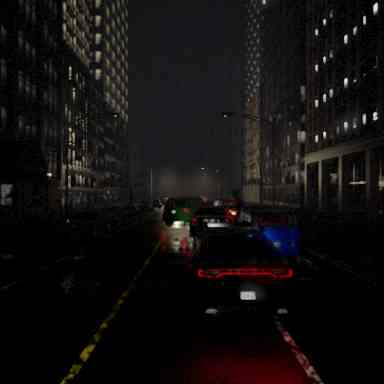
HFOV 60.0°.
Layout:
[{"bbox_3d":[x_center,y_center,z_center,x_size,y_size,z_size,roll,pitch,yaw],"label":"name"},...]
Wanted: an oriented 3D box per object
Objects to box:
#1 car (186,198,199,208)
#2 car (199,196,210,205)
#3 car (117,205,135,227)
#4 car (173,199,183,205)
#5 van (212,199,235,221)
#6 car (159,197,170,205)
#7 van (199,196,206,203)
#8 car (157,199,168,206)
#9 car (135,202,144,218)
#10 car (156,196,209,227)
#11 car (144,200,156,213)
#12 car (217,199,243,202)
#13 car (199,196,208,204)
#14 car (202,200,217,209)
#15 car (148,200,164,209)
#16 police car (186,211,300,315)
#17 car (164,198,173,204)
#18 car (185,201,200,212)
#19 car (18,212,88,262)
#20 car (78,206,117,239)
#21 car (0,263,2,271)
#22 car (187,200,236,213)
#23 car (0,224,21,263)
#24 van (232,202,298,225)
[{"bbox_3d":[0.047,1.901,58.832,2.128,1.511,4.902,0,0,0],"label":"car"},{"bbox_3d":[2.741,1.836,74.994,2.192,1.841,5.009,-1,0,0],"label":"car"},{"bbox_3d":[-5.679,1.718,23.848,2.008,1.369,4.403,-1,0,0],"label":"car"},{"bbox_3d":[-2.941,2.094,70.884,1.895,1.301,4.718,0,0,0],"label":"car"},{"bbox_3d":[2.704,1.548,29.526,1.690,1.788,3.998,-1,0,0],"label":"van"},{"bbox_3d":[-5.643,1.923,69.316,1.967,1.590,4.097,-1,0,0],"label":"car"},{"bbox_3d":[2.751,1.940,86.361,1.690,1.788,3.998,-1,0,0],"label":"van"},{"bbox_3d":[-5.646,2.025,63.632,1.802,1.307,4.206,-1,0,0],"label":"car"},{"bbox_3d":[-5.674,1.789,29.531,1.802,1.307,4.206,-1,0,0],"label":"car"},{"bbox_3d":[-0.123,1.390,24.209,2.150,2.045,5.566,-1,0,24],"label":"car"},{"bbox_3d":[-5.665,1.837,40.898,2.008,1.369,4.403,-1,0,0],"label":"car"},{"bbox_3d":[2.699,1.482,23.843,2.192,1.841,5.009,-1,0,0],"label":"car"},{"bbox_3d":[2.746,1.875,80.678,2.192,1.841,5.009,-1,0,0],"label":"car"},{"bbox_3d":[2.725,1.915,52.258,2.008,1.369,4.403,-1,0,0],"label":"car"},{"bbox_3d":[-5.656,1.916,52.265,2.008,1.369,4.403,-1,0,0],"label":"car"},{"bbox_3d":[0.906,1.481,7.932,1.930,1.638,5.238,0,0,0],"label":"police car"},{"bbox_3d":[-5.633,2.085,80.513,1.752,1.417,4.829,-1,0,0],"label":"car"},{"bbox_3d":[0.054,1.919,45.542,1.895,1.301,4.718,0,0,1],"label":"car"},{"bbox_3d":[-5.688,1.654,12.481,1.947,1.339,4.313,-1,0,0],"label":"car"},{"bbox_3d":[-5.683,1.673,18.164,1.887,1.381,4.507,-1,0,0],"label":"car"},{"bbox_3d":[-2.998,1.537,1.435,1.812,1.442,4.674,0,0,0],"label":"car"},{"bbox_3d":[0.913,1.476,17.793,2.097,1.767,4.553,0,0,0],"label":"car"},{"bbox_3d":[-5.693,1.599,6.797,2.008,1.369,4.403,-1,0,0],"label":"car"},{"bbox_3d":[2.691,1.429,12.475,1.690,1.788,3.998,-1,0,0],"label":"van"}]
